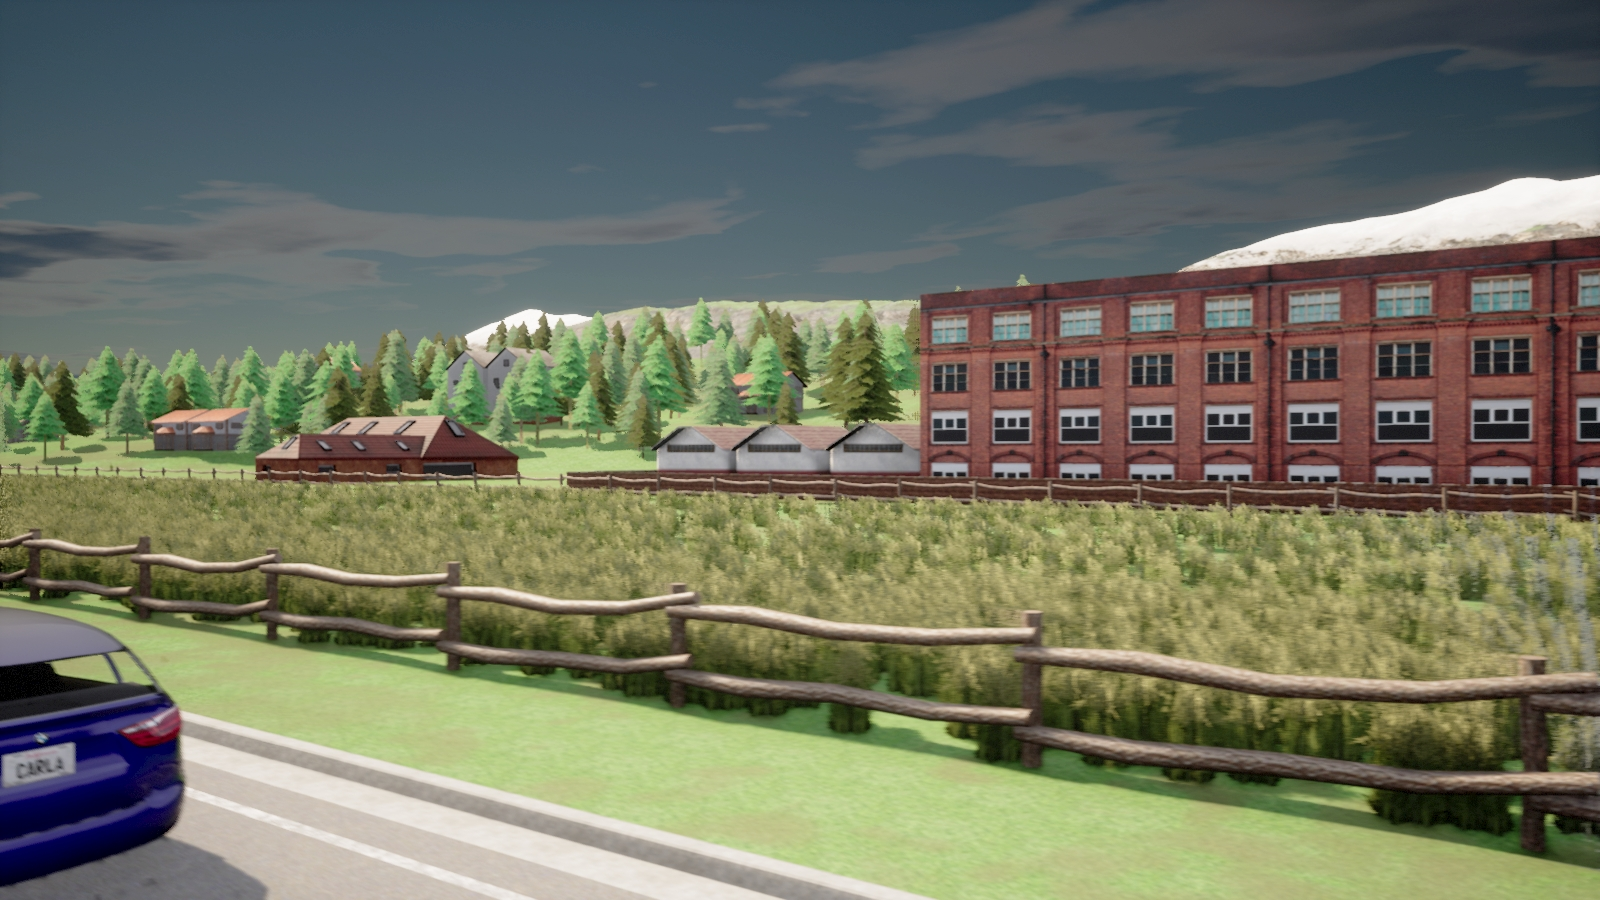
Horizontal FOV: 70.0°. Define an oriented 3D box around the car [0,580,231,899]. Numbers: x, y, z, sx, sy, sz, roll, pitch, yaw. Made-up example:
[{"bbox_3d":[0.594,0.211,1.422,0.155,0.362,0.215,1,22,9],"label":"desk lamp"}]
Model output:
[{"bbox_3d":[-6.445,1.972,8.236,4.611,1.667,2.242,0,0,35],"label":"car"}]
